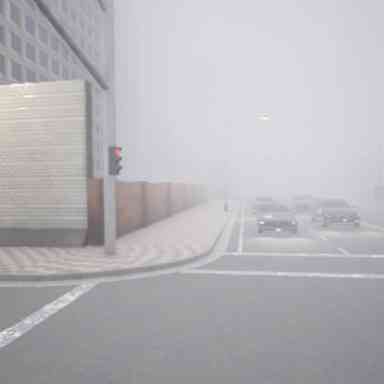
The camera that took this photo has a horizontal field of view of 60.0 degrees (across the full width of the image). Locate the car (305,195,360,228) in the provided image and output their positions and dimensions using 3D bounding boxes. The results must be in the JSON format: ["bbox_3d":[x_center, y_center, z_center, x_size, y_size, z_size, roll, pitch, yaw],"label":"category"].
[{"bbox_3d":[8.064,1.129,19.121,1.837,1.490,4.892,0,1,9],"label":"car"}]

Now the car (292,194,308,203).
[{"bbox_3d":[9.573,0.933,28.476,1.882,1.535,5.008,0,1,9],"label":"car"}]

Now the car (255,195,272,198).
[{"bbox_3d":[5.735,1.033,26.670,1.837,1.490,4.892,0,1,9],"label":"car"}]

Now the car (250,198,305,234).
[{"bbox_3d":[4.235,1.243,17.350,2.033,1.411,5.357,0,1,9],"label":"car"}]
